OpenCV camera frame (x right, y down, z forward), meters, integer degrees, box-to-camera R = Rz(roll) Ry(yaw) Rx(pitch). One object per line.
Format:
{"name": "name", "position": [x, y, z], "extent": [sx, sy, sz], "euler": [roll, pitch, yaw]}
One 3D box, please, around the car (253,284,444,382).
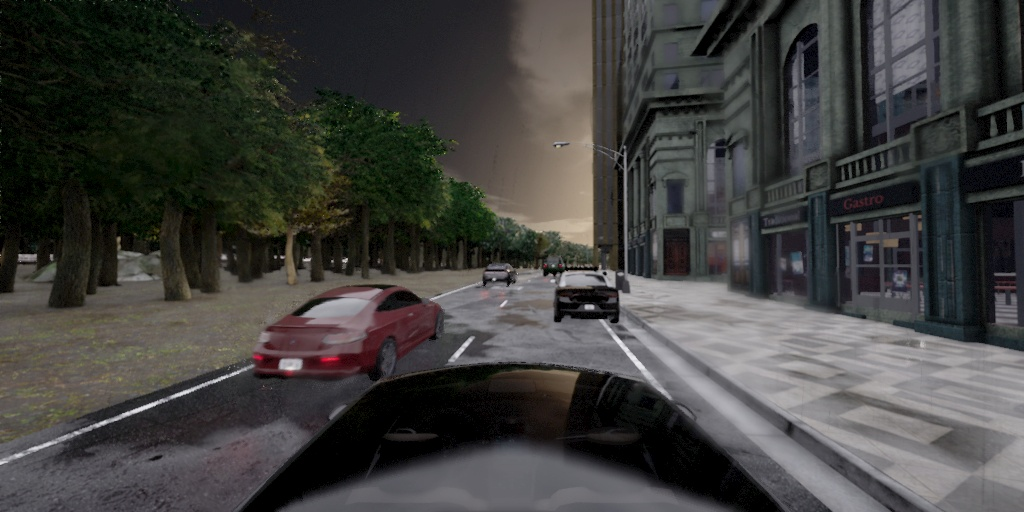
{"name": "car", "position": [-2.760, 1.285, 7.098], "extent": [1.812, 1.442, 4.674], "euler": [0, 0, 5]}

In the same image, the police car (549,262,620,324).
{"name": "police car", "position": [2.354, 1.177, 12.257], "extent": [1.930, 1.638, 5.238], "euler": [0, 0, 6]}

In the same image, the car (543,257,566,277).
{"name": "car", "position": [4.536, 1.125, 38.167], "extent": [2.150, 2.045, 5.566], "euler": [0, -1, 10]}

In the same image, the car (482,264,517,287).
{"name": "car", "position": [-0.796, 1.278, 24.995], "extent": [2.128, 1.511, 4.902], "euler": [0, 0, 7]}
